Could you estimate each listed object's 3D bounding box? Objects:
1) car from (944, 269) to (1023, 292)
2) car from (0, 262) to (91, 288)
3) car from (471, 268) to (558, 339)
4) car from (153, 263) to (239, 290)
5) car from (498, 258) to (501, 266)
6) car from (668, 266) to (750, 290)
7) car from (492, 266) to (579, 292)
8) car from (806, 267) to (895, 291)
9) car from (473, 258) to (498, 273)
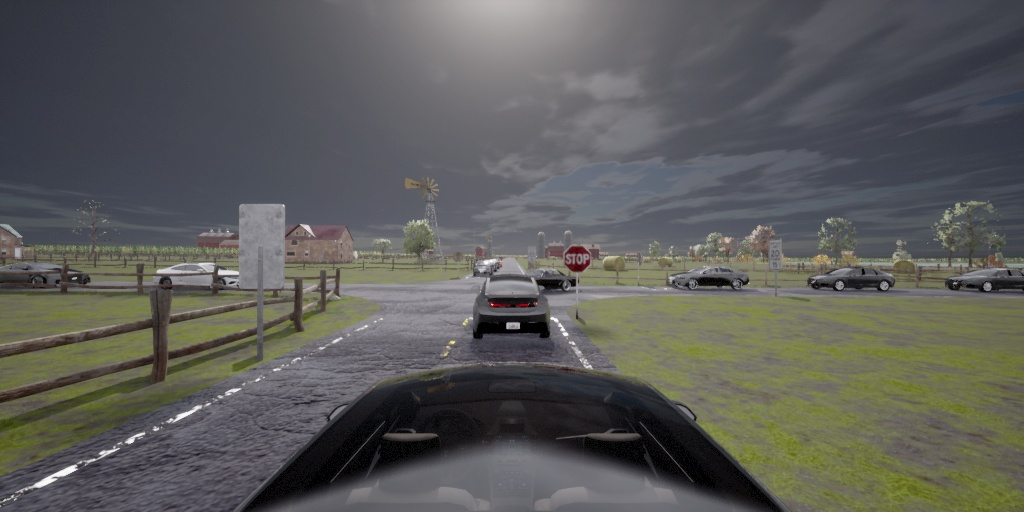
[{"bbox_3d":[31.689,1.587,23.716,4.892,1.490,1.837,1,-1,-1],"label":"car"},{"bbox_3d":[-26.374,1.048,19.950,4.181,1.385,1.994,1,-1,-1],"label":"car"},{"bbox_3d":[-0.079,1.256,10.131,1.837,1.490,4.892,0,0,-2],"label":"car"},{"bbox_3d":[-17.255,1.104,20.077,4.674,1.442,1.812,1,-1,-1],"label":"car"},{"bbox_3d":[-2.878,1.241,46.262,2.128,1.511,4.902,0,0,0],"label":"car"},{"bbox_3d":[12.785,1.396,23.413,4.902,1.511,2.128,1,-1,-2],"label":"car"},{"bbox_3d":[1.488,1.369,20.178,4.718,1.301,1.895,1,0,-35],"label":"car"},{"bbox_3d":[22.187,1.499,23.589,4.892,1.490,1.837,1,-1,-1],"label":"car"},{"bbox_3d":[-2.880,1.243,36.816,2.128,1.511,4.902,0,0,0],"label":"car"}]
